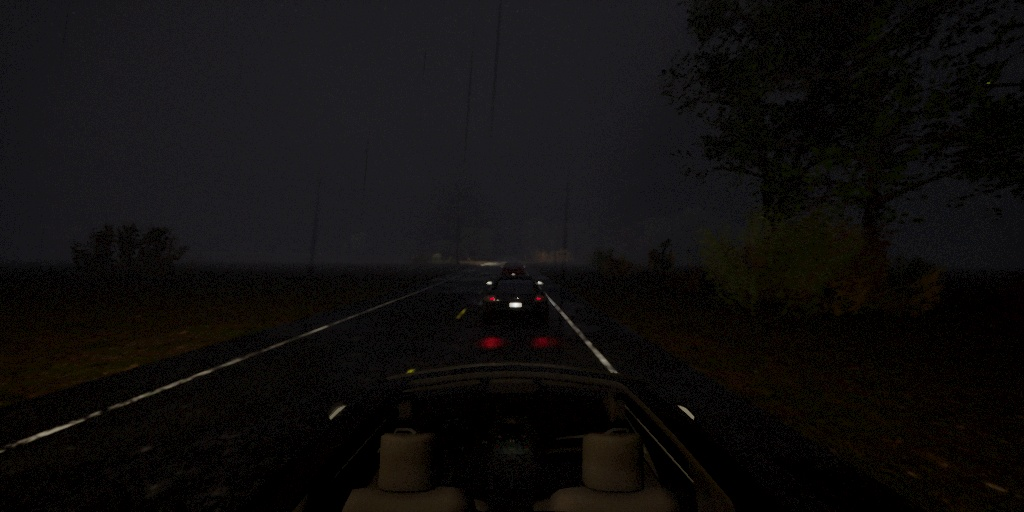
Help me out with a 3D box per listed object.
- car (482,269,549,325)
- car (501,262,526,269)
[{"bbox_3d":[0.100,1.314,11.852,1.994,1.385,4.181,0,0,0],"label":"car"},{"bbox_3d":[0.100,1.227,29.647,1.882,1.535,5.008,0,0,0],"label":"car"}]
